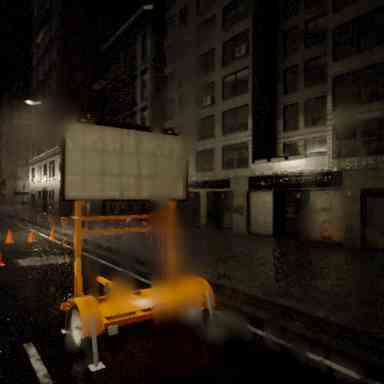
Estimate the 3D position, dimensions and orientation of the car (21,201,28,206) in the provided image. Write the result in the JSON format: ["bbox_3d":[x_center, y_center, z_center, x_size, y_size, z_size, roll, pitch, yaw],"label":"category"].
[{"bbox_3d":[-40.150,2.852,82.663,4.313,1.339,1.947,1,-1,-35],"label":"car"}]

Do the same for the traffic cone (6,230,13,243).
[{"bbox_3d":[-9.042,2.204,16.493,0.340,0.580,0.340,1,-1,-35],"label":"traffic cone"}]

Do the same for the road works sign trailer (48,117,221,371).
[{"bbox_3d":[-1.223,0.568,6.121,2.380,3.560,2.880,1,-1,-35],"label":"road works sign trailer"}]

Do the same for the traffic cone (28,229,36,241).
[{"bbox_3d":[-8.225,2.217,17.070,0.340,0.580,0.340,1,-1,-35],"label":"traffic cone"}]

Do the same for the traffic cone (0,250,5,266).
[{"bbox_3d":[-6.396,2.121,11.016,0.340,0.580,0.340,1,-1,-35],"label":"traffic cone"}]
